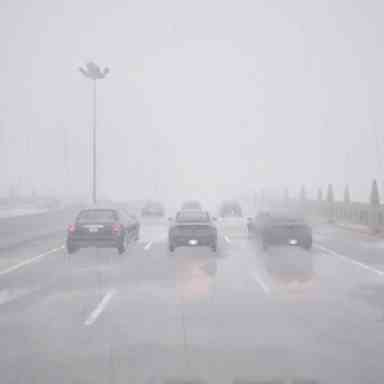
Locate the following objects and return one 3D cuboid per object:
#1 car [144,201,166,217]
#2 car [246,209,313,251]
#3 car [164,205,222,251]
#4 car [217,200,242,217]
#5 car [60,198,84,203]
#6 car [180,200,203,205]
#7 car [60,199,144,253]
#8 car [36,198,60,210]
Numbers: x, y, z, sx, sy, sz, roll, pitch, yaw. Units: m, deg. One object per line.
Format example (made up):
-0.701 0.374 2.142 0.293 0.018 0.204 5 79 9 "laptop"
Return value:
-3.562 1.552 31.318 1.994 1.385 4.181 0 0 0 "car"
3.529 1.496 14.082 1.837 1.490 4.892 0 0 0 "car"
0.029 1.498 14.060 1.837 1.490 4.892 0 0 0 "car"
3.442 1.488 30.694 1.837 1.490 4.892 0 0 0 "car"
-14.301 1.516 41.331 1.812 1.442 4.674 0 0 0 "car"
-0.058 1.491 30.678 1.837 1.490 4.892 0 0 0 "car"
-3.471 1.348 13.833 2.097 1.767 4.553 0 0 0 "car"
-17.800 1.484 41.810 2.128 1.511 4.902 0 0 0 "car"
